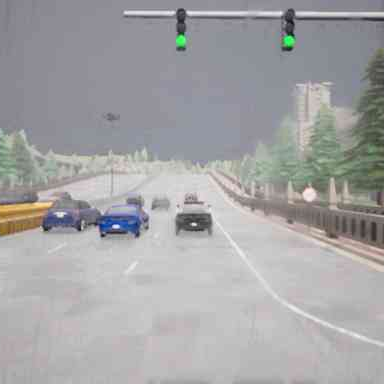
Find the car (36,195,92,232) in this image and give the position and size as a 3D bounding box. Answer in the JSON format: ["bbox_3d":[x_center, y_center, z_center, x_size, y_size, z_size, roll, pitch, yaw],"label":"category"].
[{"bbox_3d":[-6.900,1.256,19.557,2.097,1.767,4.553,0,0,0],"label":"car"}]

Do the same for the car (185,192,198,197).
[{"bbox_3d":[-0.117,0.659,48.899,1.895,1.301,4.718,0,4,0],"label":"car"}]

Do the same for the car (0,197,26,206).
[{"bbox_3d":[-14.018,1.364,23.300,1.882,1.535,5.008,0,0,1],"label":"car"}]

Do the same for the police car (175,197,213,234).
[{"bbox_3d":[0.102,1.334,18.501,1.930,1.638,5.238,0,0,0],"label":"police car"}]

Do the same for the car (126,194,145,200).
[{"bbox_3d":[-6.983,1.051,41.284,1.837,1.490,4.892,0,3,0],"label":"car"}]

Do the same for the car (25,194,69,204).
[{"bbox_3d":[-14.036,1.296,32.736,1.882,1.535,5.008,0,1,0],"label":"car"}]

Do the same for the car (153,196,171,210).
[{"bbox_3d":[-3.464,1.183,37.829,2.128,1.511,4.902,0,2,0],"label":"car"}]

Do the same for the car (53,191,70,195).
[{"bbox_3d":[-17.597,0.741,44.013,2.097,1.767,4.553,0,3,0],"label":"car"}]

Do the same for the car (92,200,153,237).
[{"bbox_3d":[-3.399,1.392,17.381,1.882,1.535,5.008,0,0,0],"label":"car"}]

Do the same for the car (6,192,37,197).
[{"bbox_3d":[-17.542,1.020,33.813,2.150,2.045,5.566,0,1,0],"label":"car"}]
